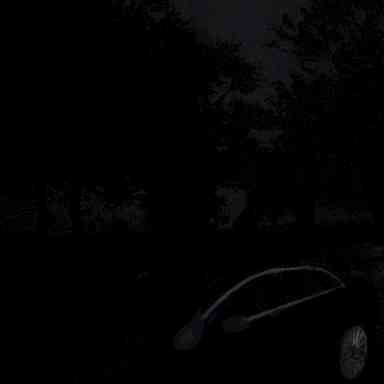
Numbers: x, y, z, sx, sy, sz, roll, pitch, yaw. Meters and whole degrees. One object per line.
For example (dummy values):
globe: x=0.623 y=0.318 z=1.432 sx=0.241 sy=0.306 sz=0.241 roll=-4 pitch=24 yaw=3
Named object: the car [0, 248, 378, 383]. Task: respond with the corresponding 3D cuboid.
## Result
car: x=0.280 y=1.499 z=3.884 sx=4.902 sy=1.511 sz=2.128 roll=0 pitch=0 yaw=-35
